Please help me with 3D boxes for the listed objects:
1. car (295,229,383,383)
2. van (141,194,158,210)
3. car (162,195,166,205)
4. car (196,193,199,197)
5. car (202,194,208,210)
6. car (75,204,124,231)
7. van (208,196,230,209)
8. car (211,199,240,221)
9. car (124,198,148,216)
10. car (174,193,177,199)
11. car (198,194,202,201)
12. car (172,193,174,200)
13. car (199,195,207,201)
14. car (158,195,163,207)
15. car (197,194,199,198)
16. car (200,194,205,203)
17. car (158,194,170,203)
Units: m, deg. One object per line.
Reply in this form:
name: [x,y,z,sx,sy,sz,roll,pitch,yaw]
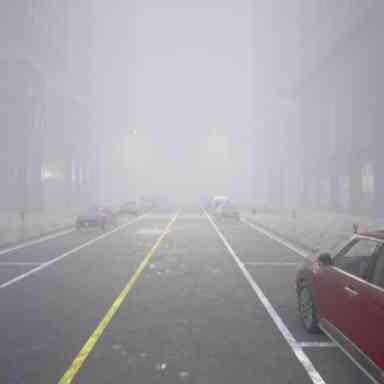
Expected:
car: [2.758,1.312,3.695,2.192,1.841,5.009,0,0,0]
van: [-5.783,1.315,43.134,1.690,1.788,3.998,0,0,0]
car: [-5.787,1.536,54.407,1.947,1.339,4.313,0,0,0]
car: [2.728,1.279,76.967,2.192,1.841,5.009,0,0,0]
car: [2.742,1.415,43.149,1.967,1.590,4.097,0,0,0]
car: [-5.773,1.528,20.587,1.887,1.381,4.507,0,0,0]
van: [2.746,1.320,31.876,1.690,1.788,3.998,0,0,0]
car: [2.749,1.507,26.410,1.752,1.417,4.829,0,0,0]
car: [-5.778,1.544,31.860,1.947,1.339,4.313,0,0,0]
car: [-5.802,1.400,88.228,1.967,1.590,4.097,0,0,0]
car: [2.733,1.408,65.694,1.967,1.590,4.097,0,0,0]
car: [-5.797,1.403,76.954,1.967,1.590,4.097,0,0,0]
car: [2.726,1.507,82.604,1.887,1.381,4.507,0,0,0]
car: [-5.785,1.538,48.771,1.947,1.339,4.313,0,0,0]
car: [2.731,1.532,71.331,1.947,1.339,4.313,0,0,0]
car: [2.738,1.522,54.422,2.008,1.369,4.403,0,0,0]
car: [-5.790,1.284,60.044,2.192,1.841,5.009,0,0,0]
